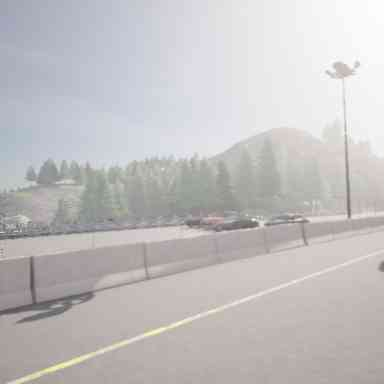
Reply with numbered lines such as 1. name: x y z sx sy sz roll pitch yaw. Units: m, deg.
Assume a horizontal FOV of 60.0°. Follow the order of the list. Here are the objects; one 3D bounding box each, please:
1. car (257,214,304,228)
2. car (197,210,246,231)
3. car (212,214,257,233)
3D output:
1. car: 7.523 2.468 26.415 4.892 1.490 1.837 2 -4 -44
2. car: 2.869 2.635 31.655 4.553 1.767 2.097 2 -4 -44
3. car: 3.823 2.610 27.682 4.674 1.442 1.812 2 -4 -44
